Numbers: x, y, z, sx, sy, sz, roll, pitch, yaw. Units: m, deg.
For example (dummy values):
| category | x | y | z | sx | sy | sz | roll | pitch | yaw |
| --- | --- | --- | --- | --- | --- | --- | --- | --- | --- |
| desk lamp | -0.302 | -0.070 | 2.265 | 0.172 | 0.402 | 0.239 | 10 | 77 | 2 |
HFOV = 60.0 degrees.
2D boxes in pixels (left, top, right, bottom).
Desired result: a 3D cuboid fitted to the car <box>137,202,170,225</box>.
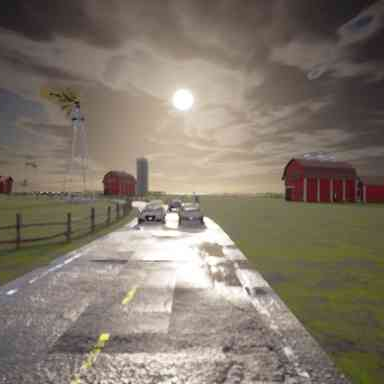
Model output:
| category | x | y | z | sx | sy | sz | roll | pitch | yaw |
| --- | --- | --- | --- | --- | --- | --- | --- | --- | --- |
| car | -2.953 | 1.672 | 25.283 | 1.994 | 1.385 | 4.181 | 0 | 0 | -1 |

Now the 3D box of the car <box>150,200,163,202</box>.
| category | x | y | z | sx | sy | sz | roll | pitch | yaw |
| --- | --- | --- | --- | --- | --- | --- | --- | --- | --- |
| car | -3.808 | 1.619 | 35.715 | 1.882 | 1.535 | 5.008 | 0 | 0 | -6 |

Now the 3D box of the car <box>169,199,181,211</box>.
| category | x | y | z | sx | sy | sz | roll | pitch | yaw |
| --- | --- | --- | --- | --- | --- | --- | --- | --- | --- |
| car | -2.196 | 1.675 | 43.932 | 1.837 | 1.490 | 4.892 | 0 | -1 | -9 |

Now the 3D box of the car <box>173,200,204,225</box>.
| category | x | y | z | sx | sy | sz | roll | pitch | yaw |
| --- | --- | --- | --- | --- | --- | --- | --- | --- | --- |
| car | -0.153 | 1.601 | 25.166 | 2.128 | 1.511 | 4.902 | 0 | 0 | -3 |
